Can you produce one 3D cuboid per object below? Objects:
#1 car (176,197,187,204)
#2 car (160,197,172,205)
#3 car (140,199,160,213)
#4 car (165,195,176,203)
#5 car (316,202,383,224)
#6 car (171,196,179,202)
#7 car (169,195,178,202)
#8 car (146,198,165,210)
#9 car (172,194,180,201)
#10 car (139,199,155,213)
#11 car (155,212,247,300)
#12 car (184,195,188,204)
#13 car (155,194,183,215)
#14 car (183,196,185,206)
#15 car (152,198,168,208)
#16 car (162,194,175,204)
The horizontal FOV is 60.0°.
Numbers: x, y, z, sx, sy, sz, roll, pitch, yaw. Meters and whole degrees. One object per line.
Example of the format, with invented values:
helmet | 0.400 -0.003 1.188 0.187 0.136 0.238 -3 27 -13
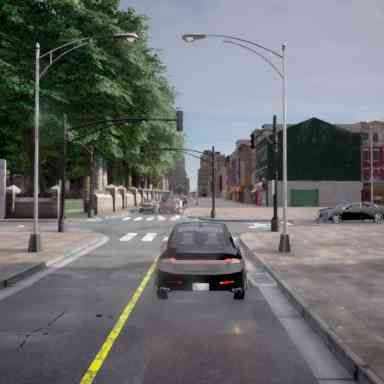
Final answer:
car | -2.073 1.673 66.280 1.994 1.385 4.181 0 0 1
car | -4.702 1.672 60.916 1.802 1.307 4.206 1 0 0
car | -4.900 1.564 39.405 1.752 1.417 4.829 1 0 0
car | -4.624 1.571 71.817 1.967 1.590 4.097 1 0 0
car | 11.478 1.443 23.849 4.902 1.511 2.128 -1 -1 1
car | -4.515 1.735 87.997 1.752 1.417 4.829 1 0 0
car | -4.550 1.622 82.717 1.967 1.590 4.097 1 0 0
car | -4.813 1.599 44.566 2.008 1.369 4.403 1 0 0
car | -4.473 1.557 93.619 2.192 1.841 5.009 1 0 0
car | -4.890 1.586 37.431 2.008 1.369 4.403 1 0 0
car | 0.213 1.496 8.420 2.128 1.511 4.902 0 0 1
car | -2.202 1.565 55.371 2.128 1.511 4.902 0 0 1
car | -2.310 1.383 34.750 2.097 1.767 4.553 0 0 -1
car | -2.275 1.575 45.025 1.812 1.442 4.674 0 0 0
car | -4.776 1.625 50.016 1.947 1.339 4.313 1 0 0
car | -4.659 1.424 66.367 2.192 1.841 5.009 1 0 0
